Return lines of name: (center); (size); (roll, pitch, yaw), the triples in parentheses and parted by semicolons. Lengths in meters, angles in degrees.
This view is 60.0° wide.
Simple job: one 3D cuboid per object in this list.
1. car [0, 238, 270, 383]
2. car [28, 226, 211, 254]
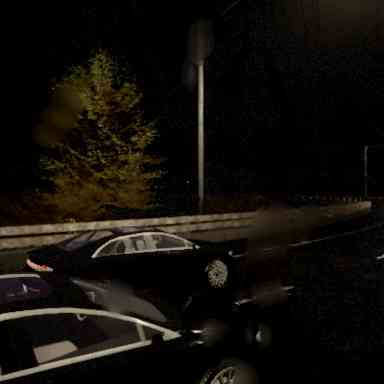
car: (-1.396, 1.511, 2.912); (4.902, 1.511, 2.128); (0, 0, -35)
car: (-1.121, 1.529, 7.531); (4.902, 1.511, 2.128); (0, 0, -38)
